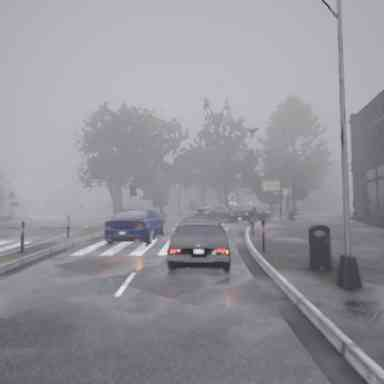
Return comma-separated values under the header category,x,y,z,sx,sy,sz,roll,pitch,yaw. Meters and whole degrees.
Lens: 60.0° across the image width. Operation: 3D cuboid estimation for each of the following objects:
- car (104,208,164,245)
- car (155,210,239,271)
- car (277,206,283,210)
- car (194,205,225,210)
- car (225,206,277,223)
category,x,y,z,sx,sy,sz,roll,pitch,yaw
car,-2.519,1.501,15.765,1.882,1.535,5.008,-1,0,6
car,0.264,1.552,10.939,2.033,1.411,5.357,0,0,2
car,19.063,3.929,79.285,4.718,1.301,1.895,-4,-6,41
car,2.063,1.879,28.527,1.837,1.490,4.892,-4,-5,35
car,4.892,1.847,26.964,1.895,1.301,4.718,-4,-5,35
